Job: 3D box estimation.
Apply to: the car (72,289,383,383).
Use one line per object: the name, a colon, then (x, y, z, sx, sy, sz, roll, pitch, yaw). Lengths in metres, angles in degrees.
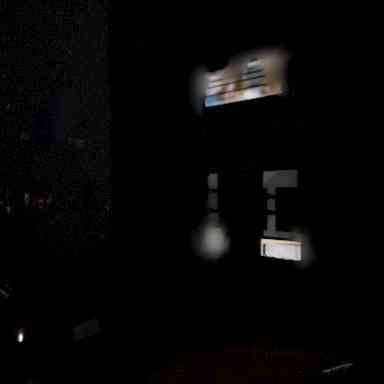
car: (1.620, 1.526, 1.721, 4.829, 1.417, 1.752, 0, 0, 36)

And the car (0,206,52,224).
car: (-14.114, 1.849, 27.626, 1.752, 1.417, 4.829, -1, -2, 35)

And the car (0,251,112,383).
car: (-2.868, 1.569, 4.923, 4.313, 1.339, 1.947, 0, 0, 36)
